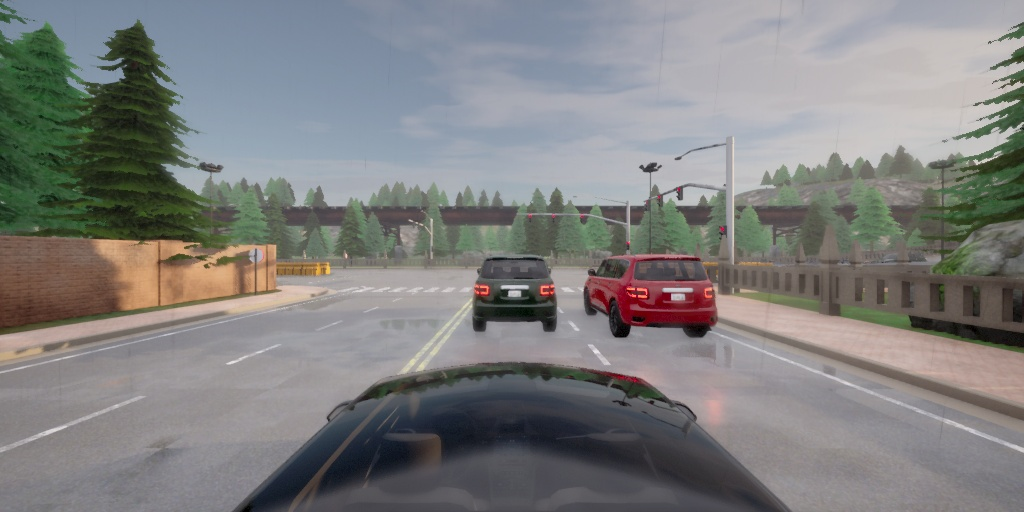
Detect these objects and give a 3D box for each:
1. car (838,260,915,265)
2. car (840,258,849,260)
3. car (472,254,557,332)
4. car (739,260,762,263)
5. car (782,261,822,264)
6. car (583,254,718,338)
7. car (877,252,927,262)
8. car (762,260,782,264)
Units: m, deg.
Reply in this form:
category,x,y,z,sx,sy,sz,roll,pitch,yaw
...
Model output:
category,x,y,z,sx,sy,sz,roll,pitch,yaw
car,31.667,1.276,31.331,4.674,1.442,1.812,0,0,0
car,41.762,1.081,45.505,4.902,1.511,2.128,-2,0,0
car,0.071,0.971,11.021,2.150,2.045,5.566,0,0,0
car,25.834,1.241,42.051,4.902,1.511,2.128,0,0,0
car,34.747,1.302,42.021,4.181,1.385,1.994,0,0,0
car,3.571,0.971,10.344,2.150,2.045,5.566,0,0,0
car,45.143,0.669,42.006,5.566,2.045,2.150,-3,0,-1
car,31.383,1.297,45.541,5.357,1.411,2.033,0,0,0
